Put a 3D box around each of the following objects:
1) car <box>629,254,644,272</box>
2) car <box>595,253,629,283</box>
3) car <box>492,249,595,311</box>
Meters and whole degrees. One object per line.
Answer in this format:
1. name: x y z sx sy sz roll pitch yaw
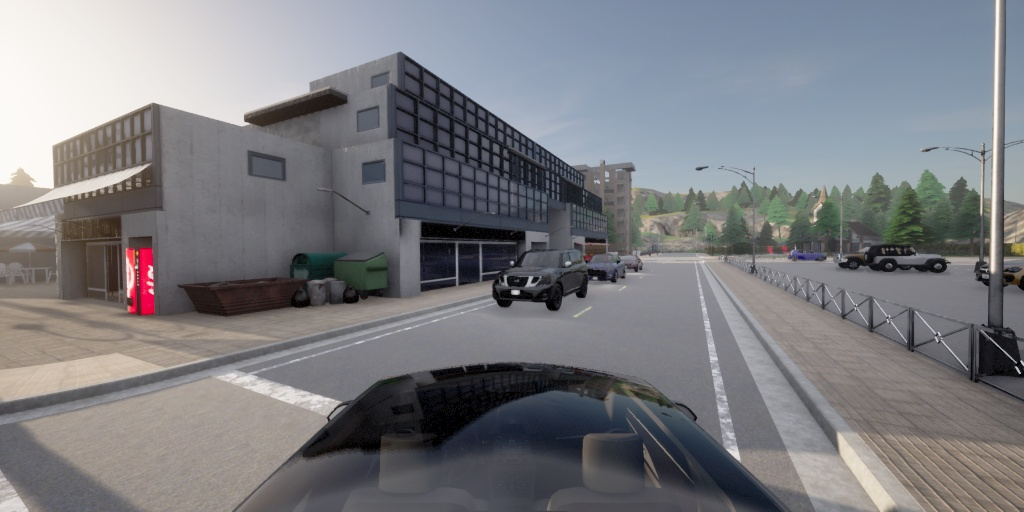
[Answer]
1. car: 10.387 0.594 31.735 1.812 1.442 4.674 0 1 27
2. car: 5.777 0.651 22.600 2.097 1.767 4.553 0 1 27
3. car: 1.351 0.743 13.816 2.150 2.045 5.566 0 1 27
